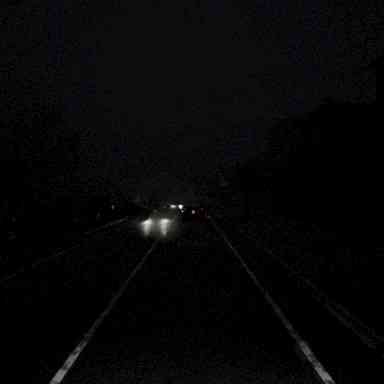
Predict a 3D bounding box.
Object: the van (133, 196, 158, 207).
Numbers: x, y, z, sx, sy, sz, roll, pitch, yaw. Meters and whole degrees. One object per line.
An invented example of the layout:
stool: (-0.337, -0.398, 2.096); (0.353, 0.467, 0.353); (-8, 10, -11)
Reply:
van: (-8.743, 1.819, 62.313); (4.442, 1.987, 1.878); (0, -1, 0)

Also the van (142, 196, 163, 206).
van: (-8.753, 1.984, 73.525); (4.442, 1.987, 1.878); (0, -1, 0)

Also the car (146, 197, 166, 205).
car: (-8.846, 2.208, 81.932); (4.553, 1.767, 2.185); (0, -1, 0)

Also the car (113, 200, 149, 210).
car: (-8.817, 1.878, 48.296); (4.792, 1.488, 2.163); (0, -1, 0)

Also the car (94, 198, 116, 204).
car: (-21.965, 2.372, 84.349); (4.892, 1.521, 2.231); (0, -1, 0)

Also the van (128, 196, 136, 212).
van: (-8.952, 1.491, 37.087); (4.442, 1.987, 1.878); (0, -1, 0)

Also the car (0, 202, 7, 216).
car: (-21.911, 1.725, 34.189); (4.674, 1.452, 2.002); (0, -1, 0)

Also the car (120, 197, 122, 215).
car: (-8.801, 1.495, 28.676); (4.553, 1.767, 2.185); (0, -1, 0)

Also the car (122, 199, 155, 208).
car: (-9.039, 1.959, 56.703); (5.366, 1.575, 1.946); (0, -1, 0)

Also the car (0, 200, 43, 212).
car: (-21.891, 1.811, 42.545); (4.792, 1.488, 2.163); (0, -1, 0)

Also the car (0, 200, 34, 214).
car: (-21.912, 1.749, 39.760); (5.008, 1.535, 2.097); (0, -1, 0)

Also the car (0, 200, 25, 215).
car: (-21.730, 1.714, 36.974); (5.366, 1.575, 1.946); (0, -1, 0)

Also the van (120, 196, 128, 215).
van: (-8.717, 1.427, 31.481); (4.442, 1.987, 1.878); (0, -1, 0)

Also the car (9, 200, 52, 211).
car: (-21.952, 1.843, 45.330); (4.792, 1.488, 2.163); (0, -1, 0)

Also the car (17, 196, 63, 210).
car: (-21.897, 1.596, 48.116); (5.566, 2.045, 2.435); (0, -1, 0)

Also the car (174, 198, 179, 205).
car: (-3.218, 2.333, 73.698); (1.895, 1.301, 4.718); (0, -1, 0)

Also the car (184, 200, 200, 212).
car: (0.054, 1.887, 44.857); (2.033, 1.411, 5.357); (0, -1, 1)

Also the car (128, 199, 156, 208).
car: (-8.886, 2.033, 59.506); (4.792, 1.488, 2.163); (0, -1, 0)

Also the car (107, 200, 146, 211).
car: (-8.839, 1.815, 45.499); (4.892, 1.521, 2.231); (0, -1, 0)

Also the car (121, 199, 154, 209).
car: (-8.846, 1.922, 53.904); (5.008, 1.535, 2.097); (0, -1, 0)

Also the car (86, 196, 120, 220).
car: (-8.861, 1.340, 25.876); (5.566, 2.045, 2.435); (0, -1, 0)

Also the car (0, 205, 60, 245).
car: (-8.835, 1.503, 14.664); (4.892, 1.521, 2.231); (0, 0, 0)

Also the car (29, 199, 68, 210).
car: (-21.923, 1.884, 50.899); (5.008, 1.535, 2.097); (0, -1, 0)

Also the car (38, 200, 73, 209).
car: (-21.928, 1.959, 53.559); (4.674, 1.452, 2.002); (0, -1, 0)

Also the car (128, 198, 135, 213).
car: (-8.828, 1.686, 34.282); (4.892, 1.521, 2.231); (0, -1, 0)

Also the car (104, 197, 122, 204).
car: (-21.998, 2.368, 92.677); (4.553, 1.767, 2.185); (0, -1, 0)

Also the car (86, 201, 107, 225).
car: (-8.840, 1.564, 23.069); (4.892, 1.521, 2.231); (0, -1, 0)

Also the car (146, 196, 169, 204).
car: (-8.852, 2.124, 84.737); (5.566, 2.045, 2.435); (0, -1, 0)

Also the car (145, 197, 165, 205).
car: (-8.844, 2.167, 79.129); (4.553, 1.767, 2.185); (0, -1, 0)

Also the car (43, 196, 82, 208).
car: (-21.904, 1.709, 56.471); (5.566, 2.045, 2.435); (0, -1, 0)

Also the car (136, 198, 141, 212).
car: (-8.833, 1.749, 39.888); (5.008, 1.535, 2.097); (0, -1, 0)

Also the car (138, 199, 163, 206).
car: (-8.862, 2.168, 70.718); (5.008, 1.535, 2.097); (0, -1, 0)

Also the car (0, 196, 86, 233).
car: (-8.867, 1.268, 17.466); (5.566, 2.045, 2.435); (0, 0, 0)

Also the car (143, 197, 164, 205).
car: (-8.904, 2.125, 76.326); (4.553, 1.767, 2.185); (0, -1, 0)

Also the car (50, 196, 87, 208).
car: (-21.908, 1.748, 59.132); (5.566, 2.045, 2.435); (0, -1, 0)

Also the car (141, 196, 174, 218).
car: (-3.333, 1.427, 33.172); (2.150, 2.045, 5.566); (0, -1, 0)

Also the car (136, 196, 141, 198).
car: (-8.869, 1.530, 42.695); (5.566, 2.045, 2.435); (0, -1, 0)

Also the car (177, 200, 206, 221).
car: (0.109, 1.664, 29.128); (2.163, 1.488, 4.792); (0, -1, 0)
